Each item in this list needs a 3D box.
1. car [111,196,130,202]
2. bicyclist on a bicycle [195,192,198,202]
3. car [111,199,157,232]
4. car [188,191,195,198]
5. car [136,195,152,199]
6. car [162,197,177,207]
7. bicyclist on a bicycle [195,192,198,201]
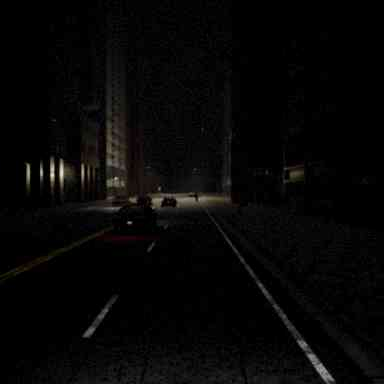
[{"bbox_3d":[-9.832,1.234,46.066,1.882,1.535,5.008,0,0,0],"label":"car"},{"bbox_3d":[0.890,1.127,58.971,0.582,1.620,1.656,0,0,0],"label":"bicyclist on a bicycle"},{"bbox_3d":[-3.151,1.389,19.256,1.882,1.535,5.008,0,0,0],"label":"car"},{"bbox_3d":[-0.003,0.880,86.719,2.033,1.411,5.357,0,1,0],"label":"car"},{"bbox_3d":[-6.583,1.234,46.113,1.882,1.535,5.008,0,0,0],"label":"car"},{"bbox_3d":[-3.153,1.317,46.619,1.994,1.385,4.181,0,0,0],"label":"car"},{"bbox_3d":[0.890,0.977,67.799,0.659,1.776,1.843,0,1,0],"label":"bicyclist on a bicycle"}]
